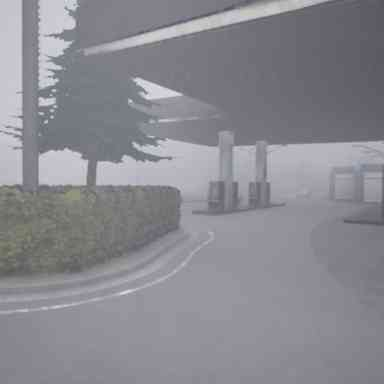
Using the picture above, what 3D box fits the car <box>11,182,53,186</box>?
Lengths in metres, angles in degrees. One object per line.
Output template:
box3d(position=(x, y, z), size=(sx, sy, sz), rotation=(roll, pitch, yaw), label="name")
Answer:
box3d(position=(-16.938, 0.026, 35.094), size=(3.866, 1.878, 1.905), rotation=(2, 2, 35), label="car")

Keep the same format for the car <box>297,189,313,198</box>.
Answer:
box3d(position=(19.187, 0.256, 56.517), size=(1.812, 1.442, 4.674), rotation=(2, 2, 35), label="car")

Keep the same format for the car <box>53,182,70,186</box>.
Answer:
box3d(position=(-26.414, -0.935, 65.365), size=(3.866, 1.878, 1.905), rotation=(2, 2, 35), label="car")

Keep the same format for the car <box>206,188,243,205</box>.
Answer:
box3d(position=(3.523, 0.659, 34.678), size=(1.882, 1.535, 5.008), rotation=(2, 2, 36), label="car")

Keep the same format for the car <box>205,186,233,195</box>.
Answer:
box3d(position=(5.258, -0.342, 65.426), size=(5.027, 1.636, 2.152), rotation=(2, 2, 35), label="car")

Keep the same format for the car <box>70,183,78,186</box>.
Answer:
box3d(position=(-25.070, -0.974, 67.974), size=(4.605, 1.855, 1.932), rotation=(2, 2, 35), label="car")

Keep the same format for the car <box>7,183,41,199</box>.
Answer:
box3d(position=(-21.454, -0.207, 42.324), size=(4.605, 1.855, 1.932), rotation=(2, 2, 35), label="car")
